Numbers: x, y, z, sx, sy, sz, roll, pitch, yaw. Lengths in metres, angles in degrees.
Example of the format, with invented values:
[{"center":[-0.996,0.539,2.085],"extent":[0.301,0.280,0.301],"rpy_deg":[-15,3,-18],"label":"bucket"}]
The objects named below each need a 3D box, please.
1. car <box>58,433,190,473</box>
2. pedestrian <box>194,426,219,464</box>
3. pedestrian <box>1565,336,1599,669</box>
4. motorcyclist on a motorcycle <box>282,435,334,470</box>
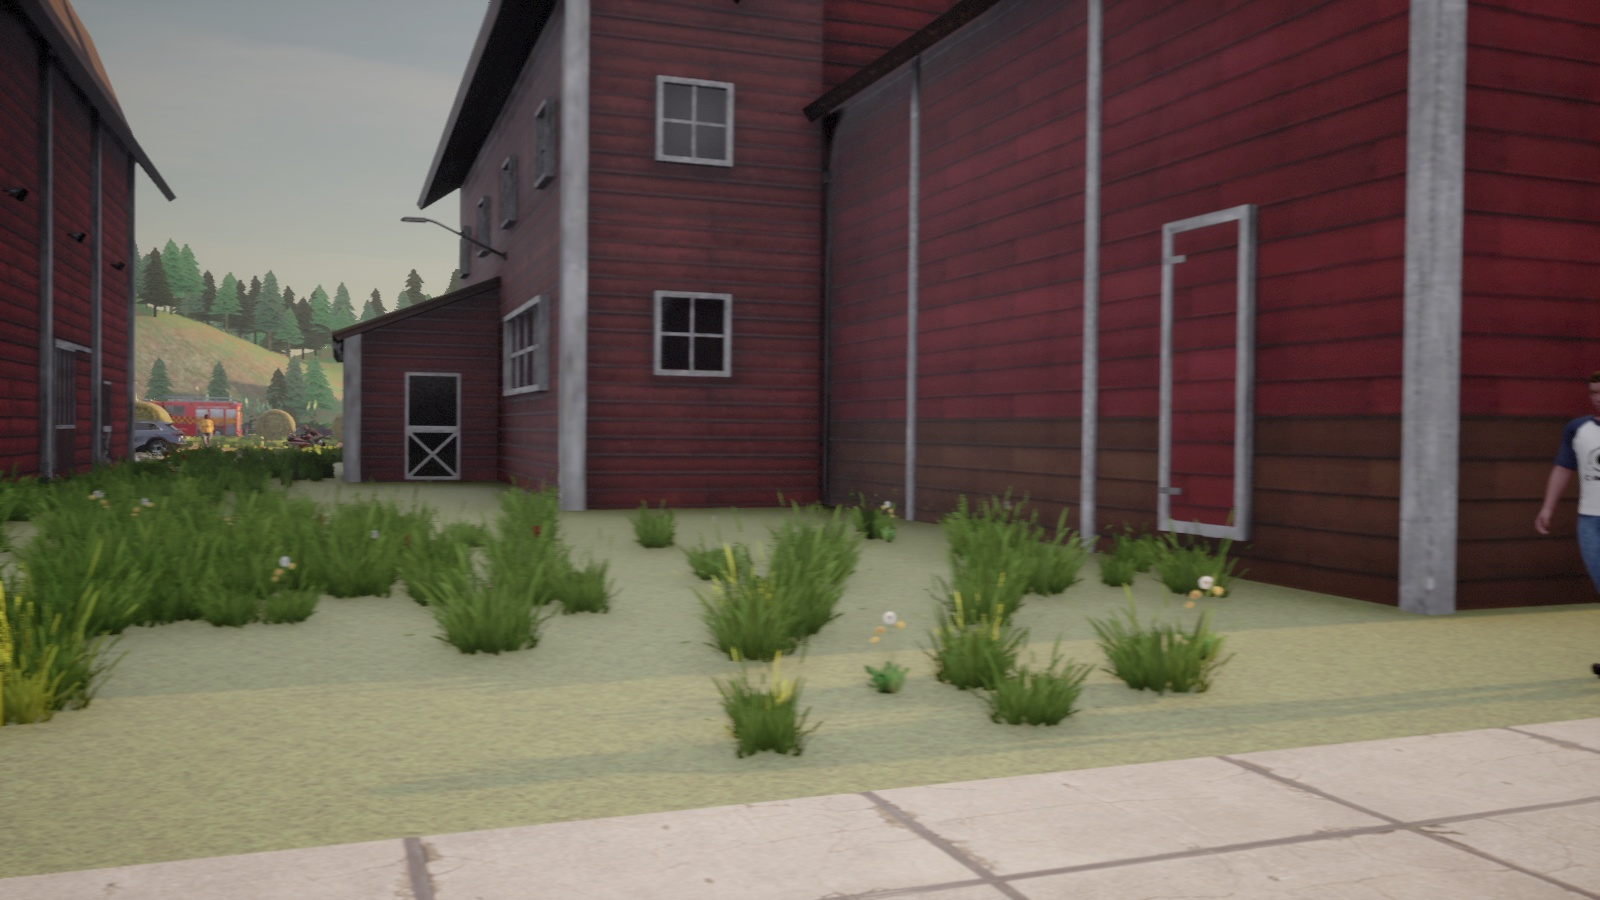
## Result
[{"center":[-29.764,0.116,55.468],"extent":[4.856,1.649,2.033],"rpy_deg":[-1,1,-21],"label":"car"},{"center":[-28.785,-0.247,60.950],"extent":[0.874,1.855,0.900],"rpy_deg":[-1,1,-12],"label":"pedestrian"},{"center":[4.681,0.284,7.116],"extent":[0.706,1.836,0.354],"rpy_deg":[-1,1,-37],"label":"pedestrian"},{"center":[-22.771,0.107,58.128],"extent":[2.191,1.530,0.866],"rpy_deg":[-1,1,-21],"label":"motorcyclist on a motorcycle"}]
